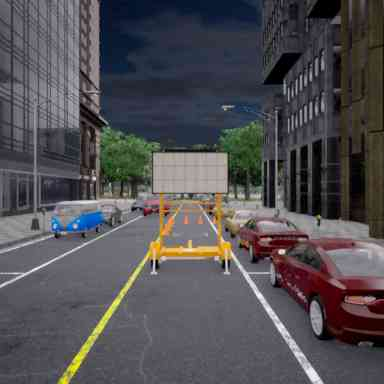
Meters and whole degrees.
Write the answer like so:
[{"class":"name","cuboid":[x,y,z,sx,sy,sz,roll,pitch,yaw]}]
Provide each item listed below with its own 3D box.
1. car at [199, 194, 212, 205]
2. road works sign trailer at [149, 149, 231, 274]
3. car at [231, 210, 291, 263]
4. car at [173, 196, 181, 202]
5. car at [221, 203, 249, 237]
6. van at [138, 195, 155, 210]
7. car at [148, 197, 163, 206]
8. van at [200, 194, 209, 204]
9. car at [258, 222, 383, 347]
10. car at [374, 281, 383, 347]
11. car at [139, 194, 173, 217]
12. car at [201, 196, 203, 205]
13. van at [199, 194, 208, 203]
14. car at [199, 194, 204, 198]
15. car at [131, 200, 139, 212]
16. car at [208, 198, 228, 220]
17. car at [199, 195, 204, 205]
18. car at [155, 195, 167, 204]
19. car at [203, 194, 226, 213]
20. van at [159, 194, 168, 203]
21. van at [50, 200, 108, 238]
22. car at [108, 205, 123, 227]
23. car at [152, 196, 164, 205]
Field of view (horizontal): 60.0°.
[{"class":"car","cuboid":[2.453,1.328,60.757,2.192,1.841,5.009,0,0,0]},{"class":"road works sign trailer","cuboid":[-0.052,0.464,10.510,2.380,3.560,2.880,0,0,0]},{"class":"car","cuboid":[2.703,1.544,11.819,1.887,1.381,4.507,0,0,0]},{"class":"car","cuboid":[-3.383,1.594,75.463,1.895,1.301,4.718,0,0,0]},{"class":"car","cuboid":[2.674,1.525,17.426,1.752,1.417,4.829,0,0,0]},{"class":"van","cuboid":[-5.989,1.346,44.400,1.690,1.788,3.998,0,0,0]},{"class":"car","cuboid":[-6.044,1.575,55.275,1.947,1.339,4.313,0,0,0]},{"class":"van","cuboid":[2.425,1.357,66.194,1.690,1.788,3.998,0,0,0]},{"class":"car","cuboid":[2.731,1.544,6.381,1.887,1.381,4.507,0,0,0]},{"class":"car","cuboid":[2.758,1.551,0.944,2.008,1.369,4.403,0,0,0]},{"class":"car","cuboid":[-3.259,1.223,31.459,2.150,2.045,5.566,0,0,0]},{"class":"car","cuboid":[2.535,1.530,44.614,1.752,1.417,4.829,0,0,0]},{"class":"van","cuboid":[2.397,1.360,71.631,1.690,1.788,3.998,0,0,0]},{"class":"car","cuboid":[2.481,1.450,55.319,1.967,1.590,4.097,0,0,0]},{"class":"car","cuboid":[-5.961,1.569,38.963,1.947,1.339,4.313,0,0,0]},{"class":"car","cuboid":[2.619,1.526,28.301,1.752,1.417,4.829,0,0,0]},{"class":"car","cuboid":[2.508,1.552,49.882,1.887,1.381,4.507,0,0,0]},{"class":"car","cuboid":[-6.100,1.456,66.150,1.967,1.590,4.097,0,0,0]},{"class":"car","cuboid":[2.591,1.317,33.569,2.192,1.841,5.009,0,0,0]},{"class":"van","cuboid":[-6.128,1.360,71.588,1.690,1.788,3.998,0,0,0]},{"class":"van","cuboid":[-5.850,1.341,17.213,1.690,1.788,3.998,0,0,0]},{"class":"car","cuboid":[-5.878,1.551,22.651,2.008,1.369,4.403,0,0,0]},{"class":"car","cuboid":[-6.071,1.538,60.543,1.752,1.417,4.829,0,0,0]}]
